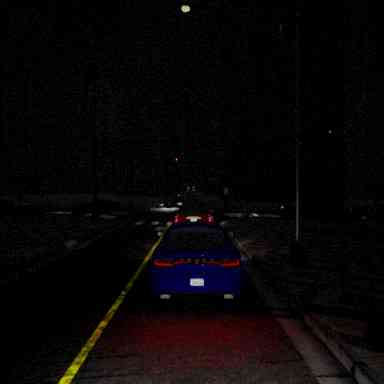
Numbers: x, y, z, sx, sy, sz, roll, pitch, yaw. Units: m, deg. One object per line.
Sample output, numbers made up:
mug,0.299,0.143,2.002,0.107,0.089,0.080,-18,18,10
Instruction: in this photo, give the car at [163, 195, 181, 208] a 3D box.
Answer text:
car,-3.134,1.478,48.804,2.128,1.511,4.902,0,0,0

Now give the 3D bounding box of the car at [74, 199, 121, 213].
car,-9.674,1.405,34.348,4.674,1.442,1.812,1,1,-13

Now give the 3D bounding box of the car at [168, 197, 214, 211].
car,0.108,1.347,17.615,2.097,1.767,4.553,0,0,1

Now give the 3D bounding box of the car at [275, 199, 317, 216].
car,10.930,1.529,34.155,4.553,1.767,2.097,1,0,0

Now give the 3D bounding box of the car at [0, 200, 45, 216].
car,-14.792,1.359,28.195,4.403,1.369,2.008,1,-1,0

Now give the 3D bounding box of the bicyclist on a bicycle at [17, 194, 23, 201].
bicyclist on a bicycle,-20.523,1.019,39.675,0.582,1.620,1.656,1,0,0

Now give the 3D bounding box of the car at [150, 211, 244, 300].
car,0.095,1.475,8.461,1.882,1.535,5.008,0,0,0

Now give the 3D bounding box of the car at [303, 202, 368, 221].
car,12.116,1.766,28.308,4.313,1.339,1.947,1,-1,0

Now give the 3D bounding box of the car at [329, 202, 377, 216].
car,17.762,1.831,36.835,4.403,1.369,2.008,1,-1,0

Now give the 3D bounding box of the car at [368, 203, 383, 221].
car,17.929,1.815,28.312,4.829,1.417,1.752,1,-1,0

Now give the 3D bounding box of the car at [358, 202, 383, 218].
car,19.896,1.842,34.164,4.674,1.442,1.812,1,0,0
